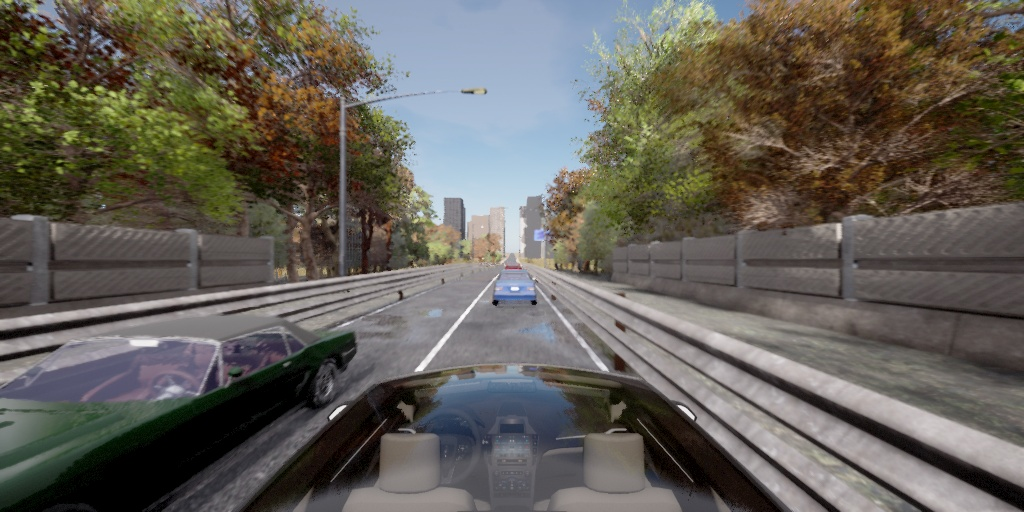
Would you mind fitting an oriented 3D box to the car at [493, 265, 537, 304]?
[{"bbox_3d":[0.108,1.313,16.279,2.033,1.411,5.357,0,0,0],"label":"car"}]

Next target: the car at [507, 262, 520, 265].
[{"bbox_3d":[0.124,1.452,41.298,1.882,1.535,5.008,0,-1,0],"label":"car"}]

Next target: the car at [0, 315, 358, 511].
[{"bbox_3d":[-3.348,1.351,3.397,1.895,1.301,4.718,0,0,0],"label":"car"}]
